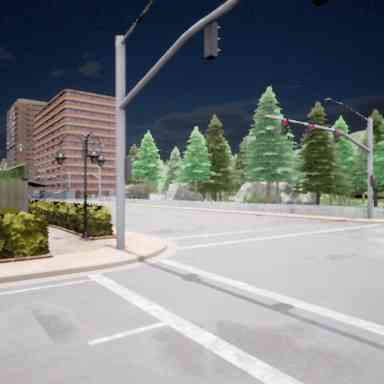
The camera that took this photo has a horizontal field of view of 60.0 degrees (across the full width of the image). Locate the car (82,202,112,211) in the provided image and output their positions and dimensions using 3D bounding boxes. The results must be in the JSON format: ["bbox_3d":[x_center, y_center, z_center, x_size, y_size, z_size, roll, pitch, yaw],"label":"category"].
[{"bbox_3d":[-8.850,1.595,29.636,1.895,1.301,4.718,0,0,-37],"label":"car"}]

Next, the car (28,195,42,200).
[{"bbox_3d":[-23.200,1.542,49.113,2.033,1.411,5.357,0,0,-36],"label":"car"}]
